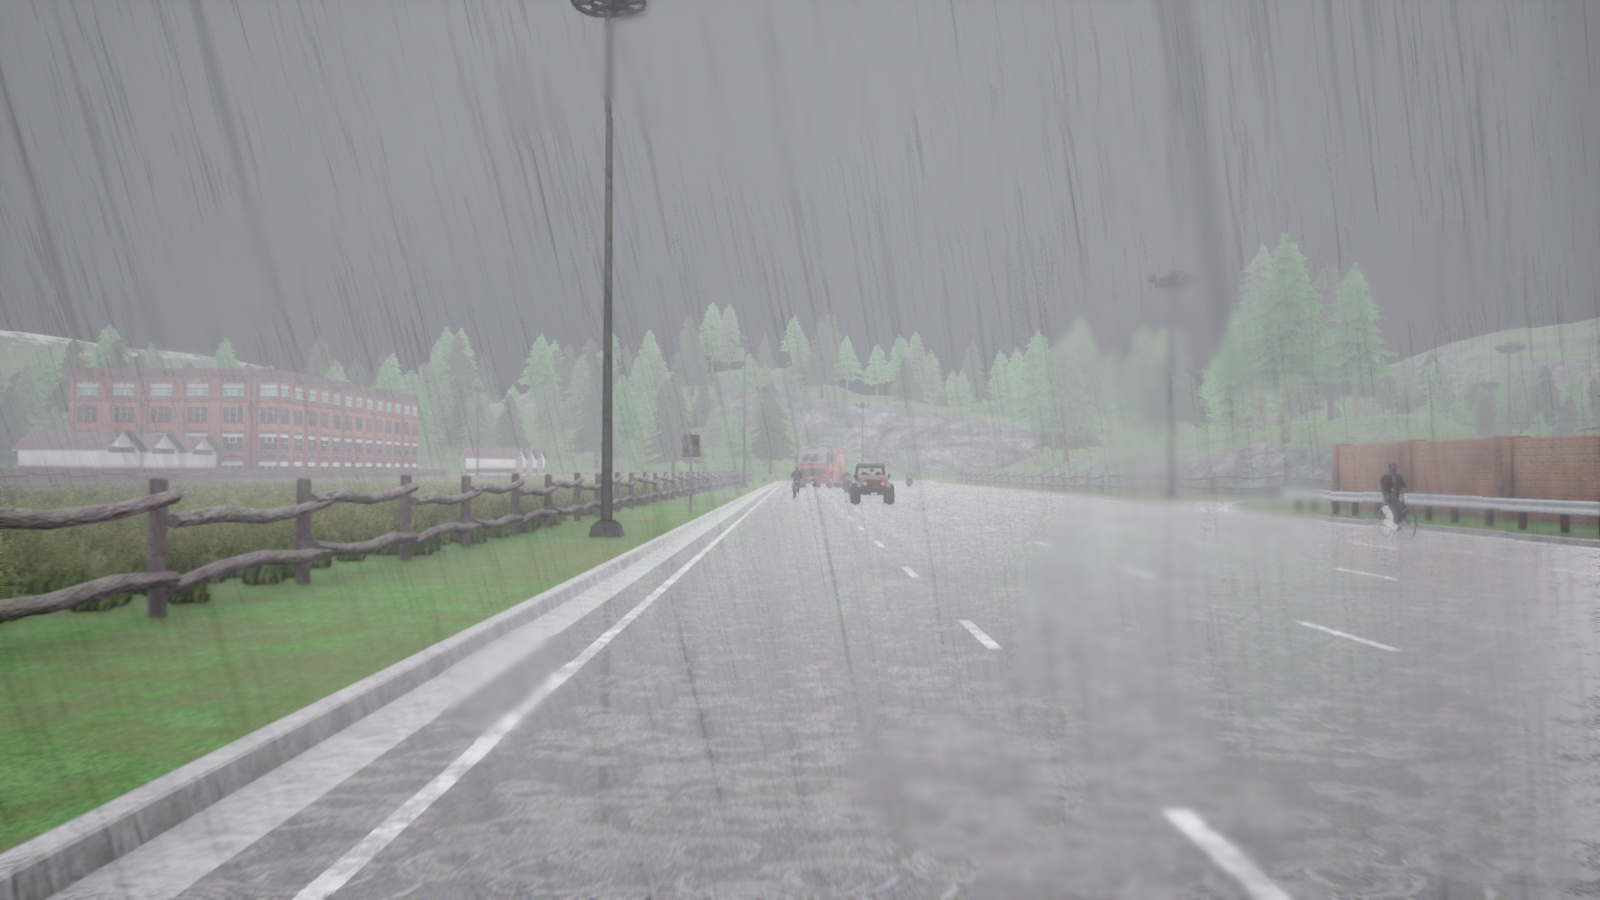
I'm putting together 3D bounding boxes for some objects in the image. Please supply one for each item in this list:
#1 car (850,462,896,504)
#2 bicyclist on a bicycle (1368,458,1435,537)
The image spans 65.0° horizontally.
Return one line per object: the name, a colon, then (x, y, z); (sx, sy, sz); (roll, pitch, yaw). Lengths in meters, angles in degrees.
car: (3.357, 1.520, 58.475); (1.905, 1.878, 3.866); (0, -1, 0)
bicyclist on a bicycle: (13.929, 1.088, 29.126); (0.659, 1.776, 1.843); (0, -1, 0)
